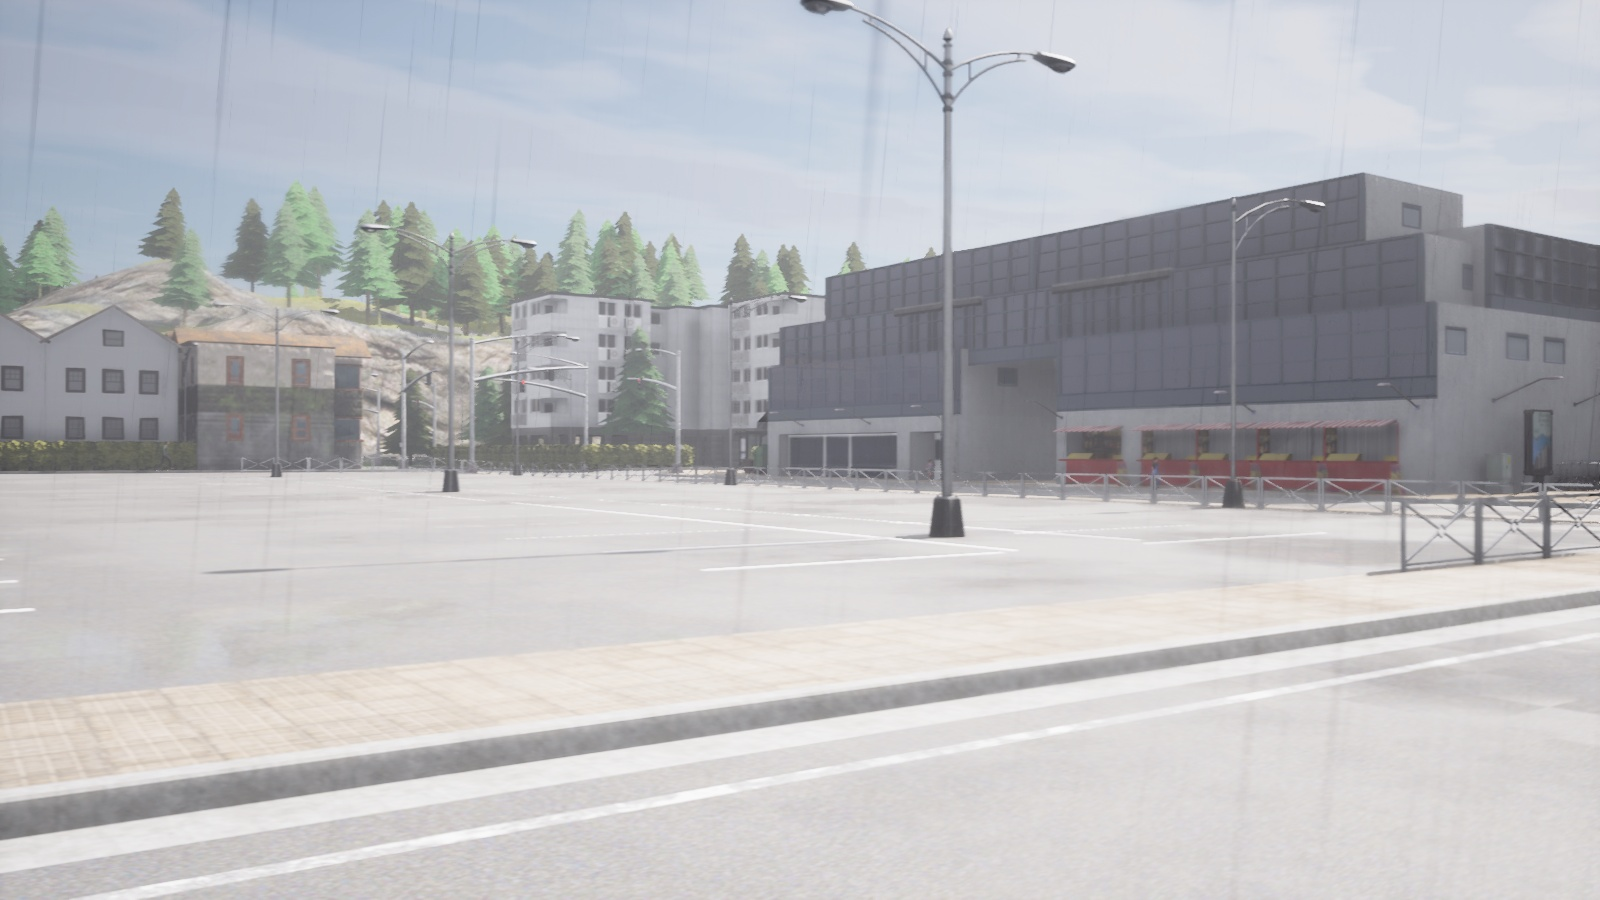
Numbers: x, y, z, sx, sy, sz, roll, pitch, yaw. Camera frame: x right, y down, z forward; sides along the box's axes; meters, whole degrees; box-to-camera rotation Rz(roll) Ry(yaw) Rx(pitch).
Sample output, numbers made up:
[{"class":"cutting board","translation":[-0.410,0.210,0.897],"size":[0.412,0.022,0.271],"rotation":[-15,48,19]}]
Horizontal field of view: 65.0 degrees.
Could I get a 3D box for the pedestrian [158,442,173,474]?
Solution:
[{"class":"pedestrian","translation":[-37.933,0.475,75.075],"size":[0.788,1.949,0.423],"rotation":[0,0,-34]}]
